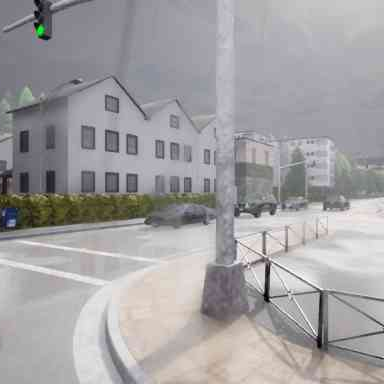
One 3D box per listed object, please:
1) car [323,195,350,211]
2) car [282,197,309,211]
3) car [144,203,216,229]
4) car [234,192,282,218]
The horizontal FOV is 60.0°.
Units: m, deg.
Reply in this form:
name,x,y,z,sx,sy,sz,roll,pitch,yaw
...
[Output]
name,x,y,z,sx,sy,sz,roll,pitch,yaw
car,16.387,1.164,37.606,2.097,1.767,4.553,0,0,35
car,11.545,1.304,37.088,2.128,1.511,4.902,0,0,36
car,-0.490,1.360,20.195,2.033,1.411,5.357,0,0,35
car,5.476,1.034,28.607,2.150,2.045,5.566,0,0,35
